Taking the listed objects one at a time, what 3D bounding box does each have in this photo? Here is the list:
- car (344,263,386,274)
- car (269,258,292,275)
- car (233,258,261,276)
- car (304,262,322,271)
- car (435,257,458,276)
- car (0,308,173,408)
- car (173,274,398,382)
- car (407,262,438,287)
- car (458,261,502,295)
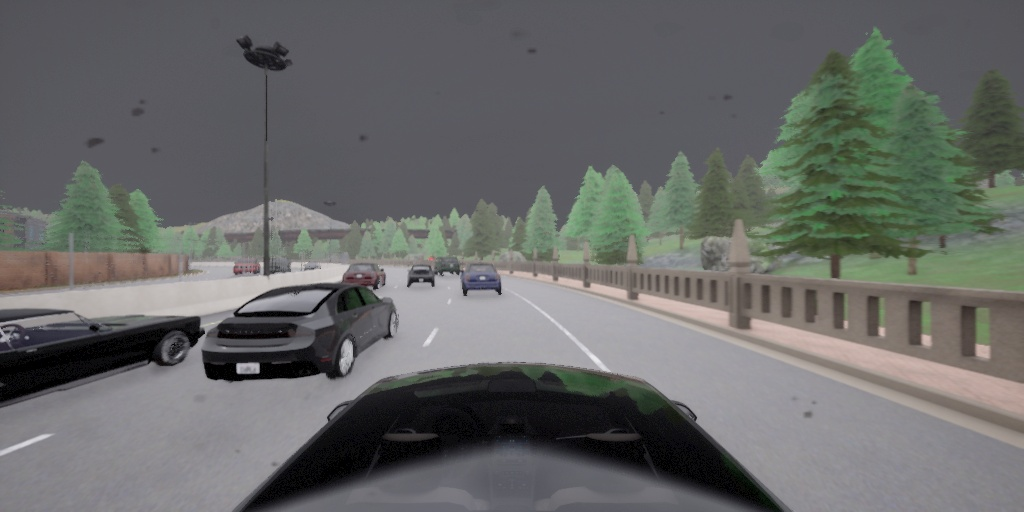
[{"bbox_3d":[-9.597,1.235,23.568,2.097,1.767,4.553,0,0,-12],"label":"car"},{"bbox_3d":[-28.205,1.270,43.706,2.150,2.045,5.566,0,0,-27],"label":"car"},{"bbox_3d":[-32.193,1.290,43.727,2.150,2.045,5.566,0,0,-28],"label":"car"},{"bbox_3d":[-26.035,1.530,47.016,1.882,1.535,5.008,0,-1,-28],"label":"car"},{"bbox_3d":[-7.322,1.162,40.246,2.150,2.045,5.566,0,0,-21],"label":"car"},{"bbox_3d":[-7.084,1.397,5.092,1.895,1.301,4.718,0,0,-2],"label":"car"},{"bbox_3d":[-3.736,1.295,7.303,1.837,1.490,4.892,0,0,-3],"label":"car"},{"bbox_3d":[-6.632,1.385,26.312,1.837,1.490,4.892,0,0,-13],"label":"car"},{"bbox_3d":[-1.883,1.188,20.782,2.097,1.767,4.553,0,0,-9],"label":"car"}]
